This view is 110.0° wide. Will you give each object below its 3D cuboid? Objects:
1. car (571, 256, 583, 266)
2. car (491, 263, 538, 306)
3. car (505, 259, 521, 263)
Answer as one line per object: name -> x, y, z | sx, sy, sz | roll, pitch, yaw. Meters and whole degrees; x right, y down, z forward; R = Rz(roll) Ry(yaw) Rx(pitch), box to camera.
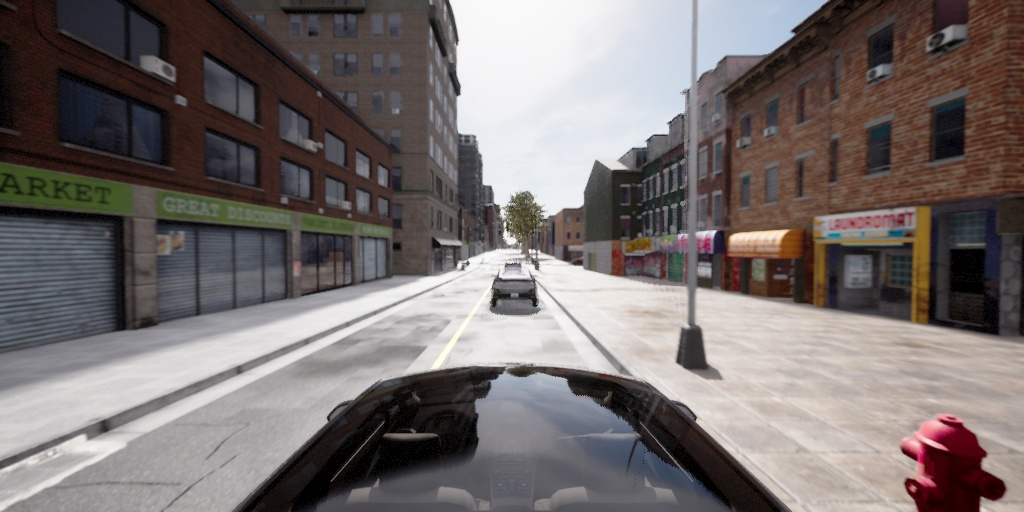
car -> 12.699, 0.759, 61.066 | 5.009, 1.841, 2.192 | 0, 0, 0
car -> 0.099, 1.223, 15.603 | 2.128, 1.511, 4.902 | 0, 0, 0
car -> 0.099, 1.104, 39.676 | 2.128, 1.511, 4.902 | 0, 1, 0
